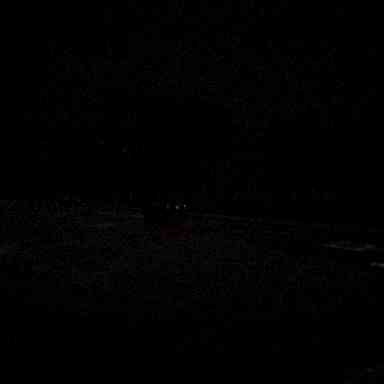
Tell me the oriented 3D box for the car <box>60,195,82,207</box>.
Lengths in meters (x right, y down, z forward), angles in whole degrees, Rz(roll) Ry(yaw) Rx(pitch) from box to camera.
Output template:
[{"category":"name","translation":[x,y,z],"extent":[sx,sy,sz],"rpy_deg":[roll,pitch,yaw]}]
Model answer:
[{"category":"car","translation":[-18.245,1.259,49.929],"extent":[2.097,1.767,4.553],"rpy_deg":[-2,1,-35]}]

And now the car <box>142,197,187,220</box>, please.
[{"category":"car","translation":[-2.397,1.230,27.676],"extent":[2.097,1.767,4.553],"rpy_deg":[-2,1,-35]}]
